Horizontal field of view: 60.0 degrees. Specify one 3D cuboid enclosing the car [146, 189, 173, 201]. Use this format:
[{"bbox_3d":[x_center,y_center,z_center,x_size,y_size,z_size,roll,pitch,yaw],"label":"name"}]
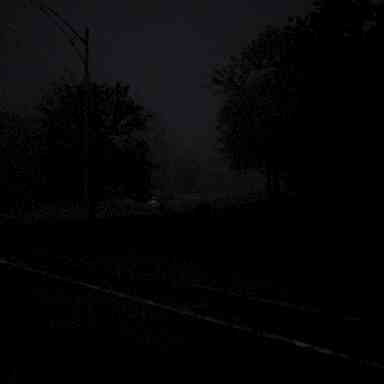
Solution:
[{"bbox_3d":[-4.967,0.295,49.774,2.097,1.767,4.553,1,3,38],"label":"car"}]
